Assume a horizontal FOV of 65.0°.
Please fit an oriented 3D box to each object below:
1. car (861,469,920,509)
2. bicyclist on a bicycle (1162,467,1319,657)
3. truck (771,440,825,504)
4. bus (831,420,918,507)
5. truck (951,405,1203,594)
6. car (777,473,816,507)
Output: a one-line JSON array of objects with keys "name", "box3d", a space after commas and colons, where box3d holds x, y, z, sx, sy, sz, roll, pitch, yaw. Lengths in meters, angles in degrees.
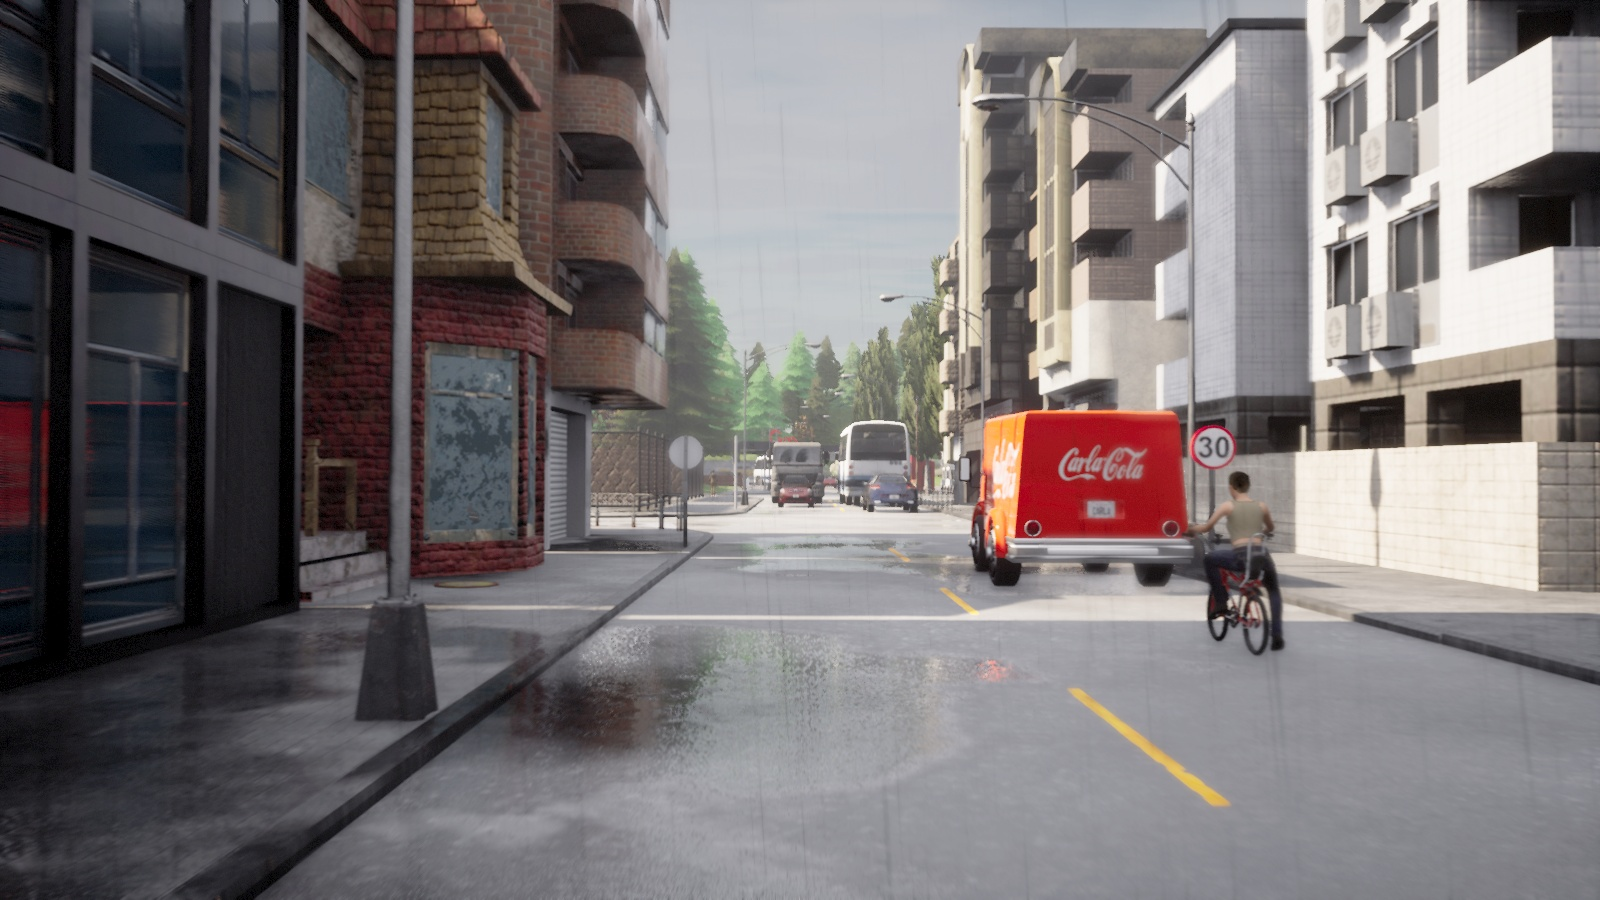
[{"name": "car", "box3d": [3.879, 1.669, 54.514, 2.152, 1.651, 5.027, 0, -1, -1]}, {"name": "bicyclist on a bicycle", "box3d": [3.980, 0.969, 11.485, 0.866, 1.612, 1.509, 0, -1, -1]}, {"name": "truck", "box3d": [-0.191, 1.267, 71.691, 2.891, 3.462, 7.936, 0, -1, -1]}, {"name": "bus", "box3d": [3.808, 0.767, 67.238, 3.944, 4.253, 10.273, 0, -1, -1]}, {"name": "truck", "box3d": [3.964, 0.698, 19.134, 2.627, 2.467, 5.204, 0, -1, -1]}, {"name": "car", "box3d": [-0.173, 1.945, 61.556, 1.851, 1.617, 3.988, 0, -1, 0]}]
